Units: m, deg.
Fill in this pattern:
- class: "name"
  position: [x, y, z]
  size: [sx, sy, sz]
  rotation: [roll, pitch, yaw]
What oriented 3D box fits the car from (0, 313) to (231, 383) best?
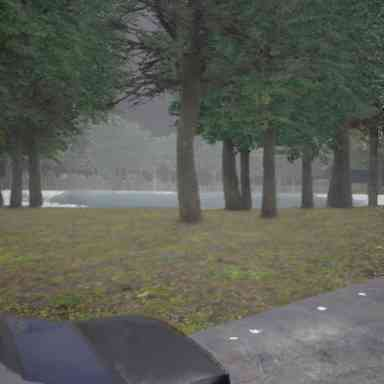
- class: "car"
  position: [-2.154, 1.534, 1.560]
  size: [5.357, 1.411, 2.033]
  rotation: [0, 0, -35]
